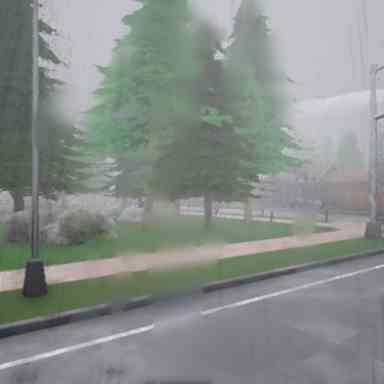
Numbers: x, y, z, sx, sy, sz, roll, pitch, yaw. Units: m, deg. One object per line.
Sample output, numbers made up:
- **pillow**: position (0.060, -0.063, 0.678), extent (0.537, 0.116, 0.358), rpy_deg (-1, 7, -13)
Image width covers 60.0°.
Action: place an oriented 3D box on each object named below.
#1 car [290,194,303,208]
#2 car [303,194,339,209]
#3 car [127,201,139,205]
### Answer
- **car**: position (14.799, 1.188, 43.918), extent (3.866, 1.878, 1.905), rpy_deg (0, 0, -37)
- **car**: position (16.616, 1.186, 42.137), extent (4.605, 1.855, 1.932), rpy_deg (0, 0, -37)
- **car**: position (-9.468, 1.550, 54.962), extent (2.033, 1.411, 5.357), rpy_deg (0, 0, -40)
